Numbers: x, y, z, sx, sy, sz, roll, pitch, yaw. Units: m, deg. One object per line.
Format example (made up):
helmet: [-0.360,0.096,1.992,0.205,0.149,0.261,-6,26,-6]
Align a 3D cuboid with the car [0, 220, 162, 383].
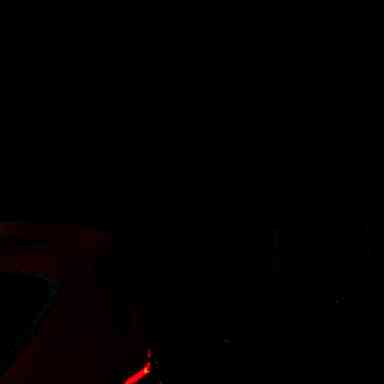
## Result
car: [-2.746,1.225,1.113,5.566,2.045,2.150,0,0,-35]
